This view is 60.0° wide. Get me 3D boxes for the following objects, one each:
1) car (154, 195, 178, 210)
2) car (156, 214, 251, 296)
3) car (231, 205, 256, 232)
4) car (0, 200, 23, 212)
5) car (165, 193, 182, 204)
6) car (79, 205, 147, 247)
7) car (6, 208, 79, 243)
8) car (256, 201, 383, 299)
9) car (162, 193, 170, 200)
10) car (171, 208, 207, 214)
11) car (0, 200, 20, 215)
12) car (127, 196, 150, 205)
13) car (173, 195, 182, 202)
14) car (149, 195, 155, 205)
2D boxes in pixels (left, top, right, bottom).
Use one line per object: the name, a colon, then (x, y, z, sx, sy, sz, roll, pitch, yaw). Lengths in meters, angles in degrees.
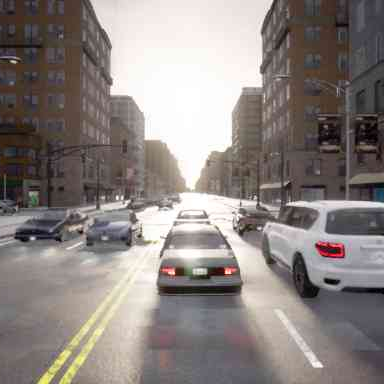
car: (-3.381, 1.487, 43.836, 2.128, 1.511, 4.902, 0, 0, 0)
car: (0.082, 1.547, 8.786, 2.033, 1.411, 5.357, 0, 0, -2)
car: (3.338, 1.504, 18.464, 1.837, 1.490, 4.892, 0, 0, 1)
car: (-22.152, 1.577, 38.303, 4.313, 1.339, 1.947, 0, 0, 0)
car: (-3.356, 1.210, 63.180, 2.150, 2.045, 5.566, 0, 0, 0)
car: (-3.359, 1.525, 15.143, 1.812, 1.442, 4.674, 0, 0, 0)
car: (-6.612, 1.547, 16.469, 2.033, 1.411, 5.357, 0, 0, 0)
car: (3.343, 1.221, 8.574, 2.150, 2.045, 5.566, 0, 0, 0)
car: (-6.563, 1.149, 84.304, 1.882, 1.535, 5.008, 0, 0, 0)
car: (0.072, 1.600, 18.435, 1.895, 1.301, 4.718, 0, 0, 2)
car: (-19.735, 1.482, 32.805, 4.902, 1.511, 2.128, 0, 0, 0)
car: (-6.628, 1.515, 40.227, 1.837, 1.490, 4.892, 0, 0, 0)
car: (-3.306, 1.457, 75.163, 1.882, 1.535, 5.008, 0, 0, 0)
car: (-6.628, 1.343, 54.209, 2.097, 1.767, 4.553, 0, 0, 0)
